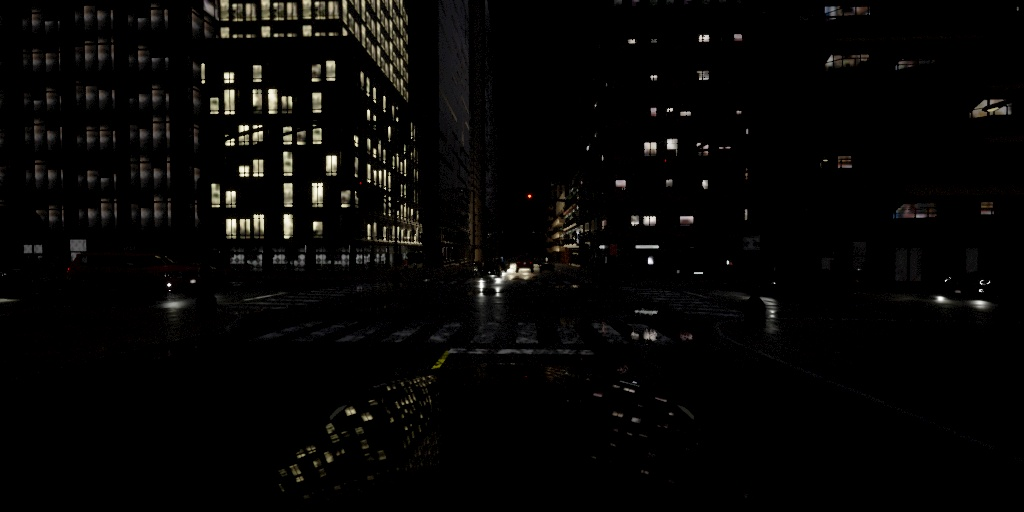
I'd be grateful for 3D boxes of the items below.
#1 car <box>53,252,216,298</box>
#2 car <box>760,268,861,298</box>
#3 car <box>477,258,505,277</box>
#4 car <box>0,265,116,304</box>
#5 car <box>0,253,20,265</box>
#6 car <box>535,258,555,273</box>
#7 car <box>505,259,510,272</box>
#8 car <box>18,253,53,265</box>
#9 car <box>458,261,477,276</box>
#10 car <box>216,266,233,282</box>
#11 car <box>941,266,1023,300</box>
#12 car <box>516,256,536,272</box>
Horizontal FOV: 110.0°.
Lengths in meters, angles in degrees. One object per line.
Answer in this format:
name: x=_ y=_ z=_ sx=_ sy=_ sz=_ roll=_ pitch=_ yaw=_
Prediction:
car: x=-18.139 y=0.847 z=17.419 sx=5.566 sy=2.045 sz=2.150 roll=1 pitch=1 yaw=3
car: x=15.530 y=1.382 z=18.975 sx=4.674 sy=1.442 sz=1.812 roll=1 pitch=1 yaw=4
car: x=-1.958 y=1.246 z=34.805 sx=1.837 sy=1.490 sz=4.892 roll=0 pitch=0 yaw=2
car: x=-19.858 y=1.205 z=14.957 sx=4.403 sy=1.370 sz=2.007 roll=0 pitch=0 yaw=3
car: x=-28.338 y=0.890 z=17.924 sx=4.553 sy=1.767 sz=2.097 roll=0 pitch=1 yaw=3
car: x=4.103 y=1.290 z=42.435 sx=2.007 sy=1.370 sz=4.403 roll=0 pitch=0 yaw=2
car: x=-1.603 y=1.303 z=44.702 sx=1.994 sy=1.385 sz=4.181 roll=0 pitch=0 yaw=2
car: x=-32.875 y=0.713 z=23.960 sx=5.009 sy=1.841 sz=2.192 roll=0 pitch=0 yaw=3
car: x=-4.478 y=1.266 z=36.910 sx=1.751 sy=1.417 sz=4.829 roll=0 pitch=0 yaw=2
car: x=-20.943 y=1.030 z=23.334 sx=4.829 sy=1.417 sz=1.751 roll=0 pitch=0 yaw=3
car: x=25.374 y=1.290 z=18.477 sx=4.553 sy=1.767 sz=2.097 roll=0 pitch=1 yaw=3
car: x=1.655 y=0.960 z=46.505 sx=2.150 sy=2.045 sz=5.566 roll=0 pitch=0 yaw=2
